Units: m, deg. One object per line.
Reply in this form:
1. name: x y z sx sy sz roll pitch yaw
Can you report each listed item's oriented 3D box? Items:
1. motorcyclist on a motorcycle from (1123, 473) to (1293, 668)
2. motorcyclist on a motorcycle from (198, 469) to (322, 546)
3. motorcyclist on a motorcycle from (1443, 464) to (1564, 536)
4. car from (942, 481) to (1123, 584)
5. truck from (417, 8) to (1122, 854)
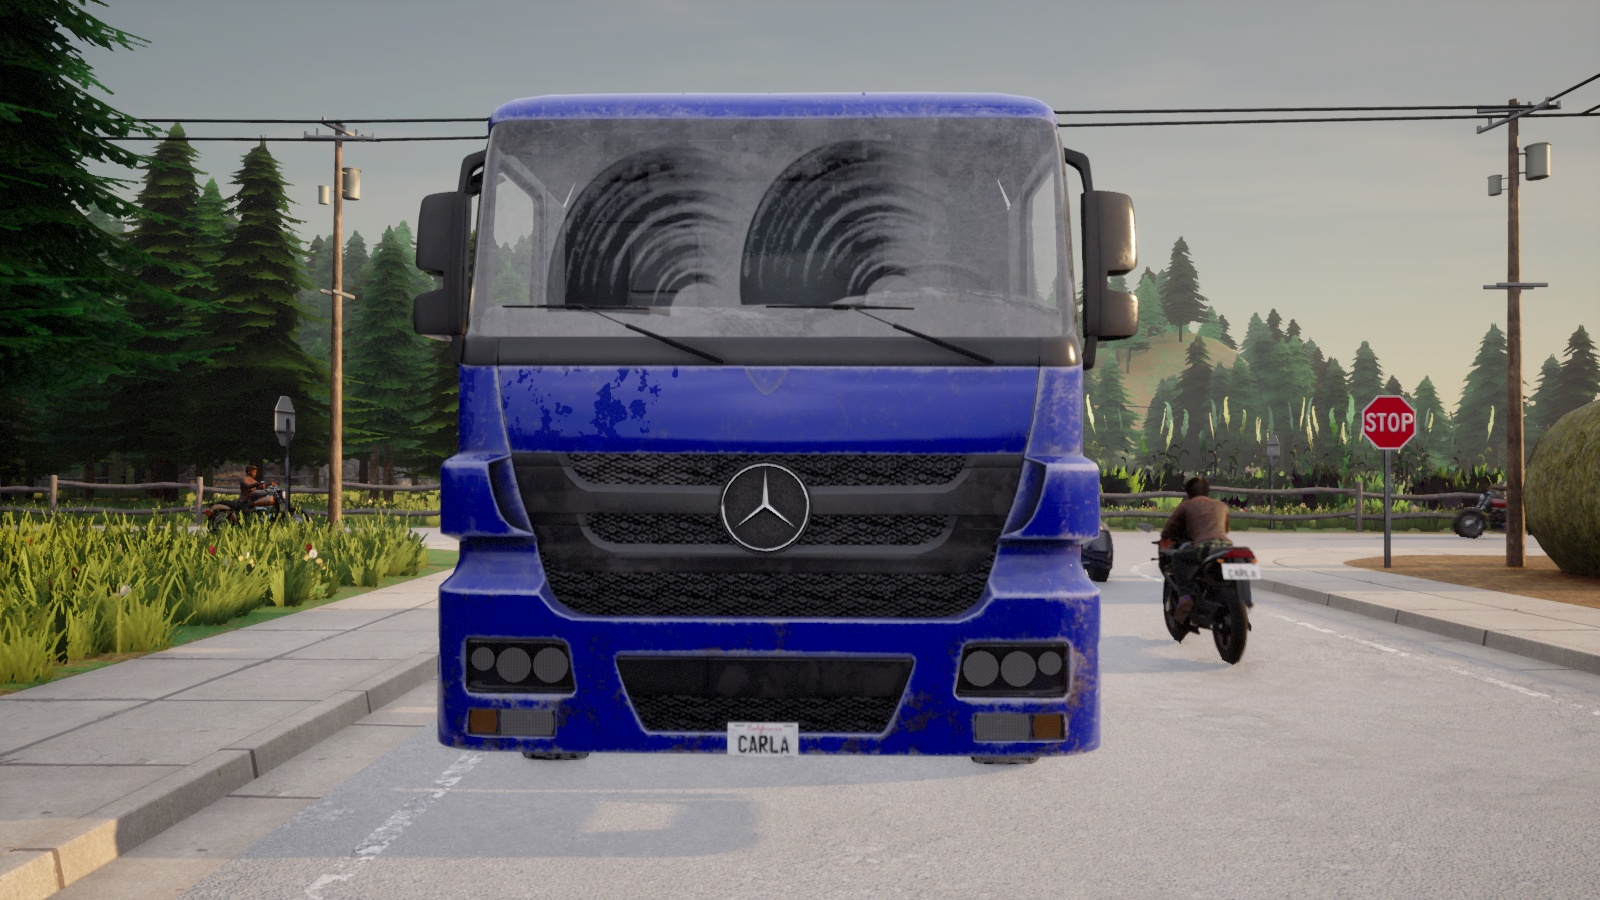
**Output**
1. motorcyclist on a motorcycle: 3.474 0.966 10.901 0.797 1.523 2.044 0 -1 0
2. motorcyclist on a motorcycle: -11.643 1.231 27.127 2.350 1.649 0.766 0 -1 3
3. motorcyclist on a motorcycle: 16.407 1.156 29.334 2.350 1.649 0.766 0 -1 3
4. car: 3.454 1.190 19.458 1.994 1.385 4.181 0 -1 0
5. truck: -0.039 -0.014 9.142 2.891 3.462 7.936 0 -1 2
